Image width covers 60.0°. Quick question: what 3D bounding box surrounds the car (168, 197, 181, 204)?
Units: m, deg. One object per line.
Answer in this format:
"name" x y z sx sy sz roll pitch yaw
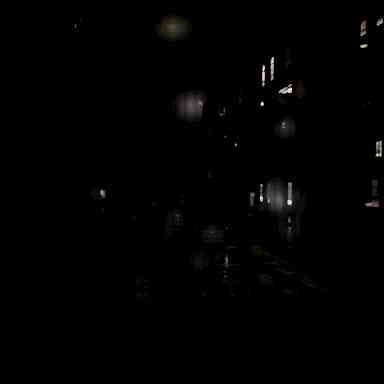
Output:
"car" -3.568 1.690 65.651 1.947 1.339 4.313 -1 0 -11

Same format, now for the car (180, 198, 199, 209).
"car" -0.415 1.648 49.305 2.008 1.369 4.403 -1 0 -11

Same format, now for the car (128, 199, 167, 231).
"car" -2.893 1.476 20.548 1.967 1.590 4.097 -1 0 -11

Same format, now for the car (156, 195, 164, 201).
"car" -8.857 1.692 93.060 1.752 1.417 4.829 -1 0 -11

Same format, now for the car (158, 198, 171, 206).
"car" -5.030 1.713 60.245 1.895 1.301 4.718 0 0 -11

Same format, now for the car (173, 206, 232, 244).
"car" 0.494 1.595 16.052 1.994 1.385 4.181 0 0 -11

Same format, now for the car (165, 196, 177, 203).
"car" -4.619 1.683 71.099 2.008 1.369 4.403 -1 0 -11

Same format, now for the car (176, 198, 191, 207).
"car" -1.466 1.688 54.754 1.802 1.307 4.206 -1 0 -11

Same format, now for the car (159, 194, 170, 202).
"car" -6.725 1.465 81.996 2.192 1.841 5.009 -1 0 -11

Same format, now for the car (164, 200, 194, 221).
"car" -1.391 1.613 25.813 1.994 1.385 4.181 0 0 -11

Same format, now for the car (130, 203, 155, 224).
"car" -3.943 1.628 25.997 1.802 1.307 4.206 -1 0 -11

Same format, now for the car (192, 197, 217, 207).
"car" 1.688 1.644 38.408 1.947 1.339 4.313 -1 0 -11

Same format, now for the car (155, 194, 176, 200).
"car" -3.290 1.418 35.730 2.097 1.767 4.553 0 0 -11

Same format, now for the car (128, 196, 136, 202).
"car" -15.475 1.670 85.765 1.752 1.417 4.829 -1 0 -11

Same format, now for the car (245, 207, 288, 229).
"car" 4.846 1.631 22.064 1.802 1.307 4.206 -1 0 -11

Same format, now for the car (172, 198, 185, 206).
"car" -2.517 1.697 60.203 1.802 1.307 4.206 -1 0 -11

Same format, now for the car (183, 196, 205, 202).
"car" 0.634 1.403 43.857 2.192 1.841 5.009 -1 0 -11

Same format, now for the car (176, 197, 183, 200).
"car" -2.725 1.618 48.368 1.812 1.442 4.674 0 0 -11

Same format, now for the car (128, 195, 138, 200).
"car" -10.252 1.542 58.689 1.967 1.590 4.097 -1 0 -11

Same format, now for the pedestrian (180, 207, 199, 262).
"pedestrian" -0.093 1.313 10.631 0.375 1.860 0.375 -1 1 -11
